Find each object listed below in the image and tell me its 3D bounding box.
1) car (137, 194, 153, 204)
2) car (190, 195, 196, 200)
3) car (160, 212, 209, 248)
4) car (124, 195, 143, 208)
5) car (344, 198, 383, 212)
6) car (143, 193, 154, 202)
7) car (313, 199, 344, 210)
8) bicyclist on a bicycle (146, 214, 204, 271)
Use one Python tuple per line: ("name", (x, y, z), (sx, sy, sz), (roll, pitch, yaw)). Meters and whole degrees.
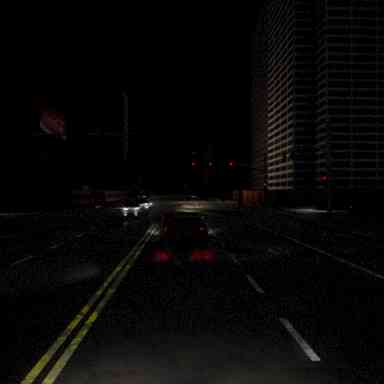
("car", (-9.223, 1.601, 63.680), (1.895, 1.301, 4.718), (0, 0, -1))
("car", (0.268, 1.525, 93.954), (2.128, 1.511, 4.902), (0, 0, -2))
("car", (-0.362, 1.564, 14.756), (1.994, 1.385, 4.181), (0, 0, -2))
("car", (-8.745, 1.526, 48.684), (1.812, 1.442, 4.674), (0, 0, -2))
("car", (20.965, 1.492, 38.763), (4.902, 1.511, 2.128), (0, 0, -2))
("car", (-9.567, 1.525, 74.811), (2.128, 1.511, 4.902), (0, 0, -2))
("car", (18.310, 1.547, 42.161), (5.357, 1.411, 2.033), (0, 0, -2))
("bicyclist on a bicycle", (-0.491, 1.453, 9.424), (1.656, 1.620, 0.582), (0, 0, -2))
